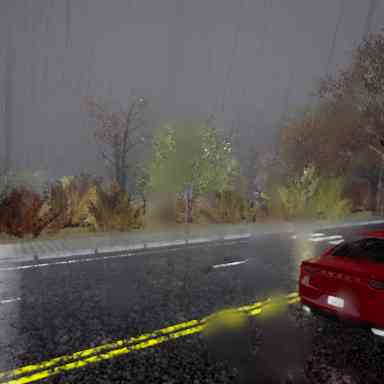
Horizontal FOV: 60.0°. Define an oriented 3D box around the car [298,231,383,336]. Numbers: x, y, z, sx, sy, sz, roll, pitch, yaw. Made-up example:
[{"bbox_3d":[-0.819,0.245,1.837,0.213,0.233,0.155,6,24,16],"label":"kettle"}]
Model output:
[{"bbox_3d":[4.162,1.488,6.401,5.008,1.535,1.882,0,0,-35],"label":"car"}]
